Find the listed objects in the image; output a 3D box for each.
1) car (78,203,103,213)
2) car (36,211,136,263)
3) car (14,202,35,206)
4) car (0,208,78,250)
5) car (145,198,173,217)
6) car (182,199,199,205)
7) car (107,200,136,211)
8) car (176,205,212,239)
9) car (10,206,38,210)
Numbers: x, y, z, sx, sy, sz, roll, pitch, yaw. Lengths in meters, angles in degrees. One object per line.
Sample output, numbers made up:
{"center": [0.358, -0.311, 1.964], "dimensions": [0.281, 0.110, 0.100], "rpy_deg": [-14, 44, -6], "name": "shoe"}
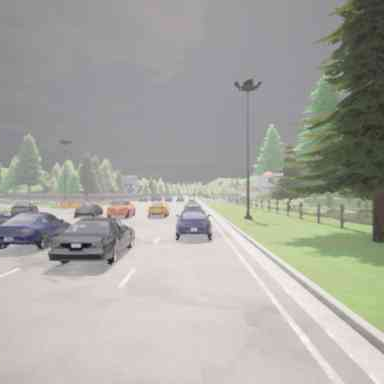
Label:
{"center": [-10.397, 1.824, 33.803], "dimensions": [1.994, 1.385, 4.181], "rpy_deg": [0, 0, 0], "name": "car"}
{"center": [-3.399, 1.643, 12.259], "dimensions": [2.033, 1.411, 5.357], "rpy_deg": [0, 0, 0], "name": "car"}
{"center": [-16.490, 1.744, 32.842], "dimensions": [2.128, 1.511, 4.902], "rpy_deg": [0, 0, -15], "name": "car"}
{"center": [-6.911, 1.641, 14.876], "dimensions": [1.812, 1.442, 4.674], "rpy_deg": [0, 0, 0], "name": "car"}
{"center": [-3.397, 1.744, 34.670], "dimensions": [1.882, 1.535, 5.008], "rpy_deg": [0, 0, 0], "name": "car"}
{"center": [0.089, 1.788, 34.135], "dimensions": [1.812, 1.442, 4.674], "rpy_deg": [0, 0, 0], "name": "car"}
{"center": [-6.898, 1.605, 32.830], "dimensions": [2.097, 1.767, 4.553], "rpy_deg": [0, 0, 0], "name": "car"}
{"center": [0.087, 1.667, 18.298], "dimensions": [1.812, 1.442, 4.674], "rpy_deg": [0, 0, 0], "name": "car"}
{"center": [-10.399, 1.703, 18.052], "dimensions": [1.994, 1.385, 4.181], "rpy_deg": [0, 0, 0], "name": "car"}
